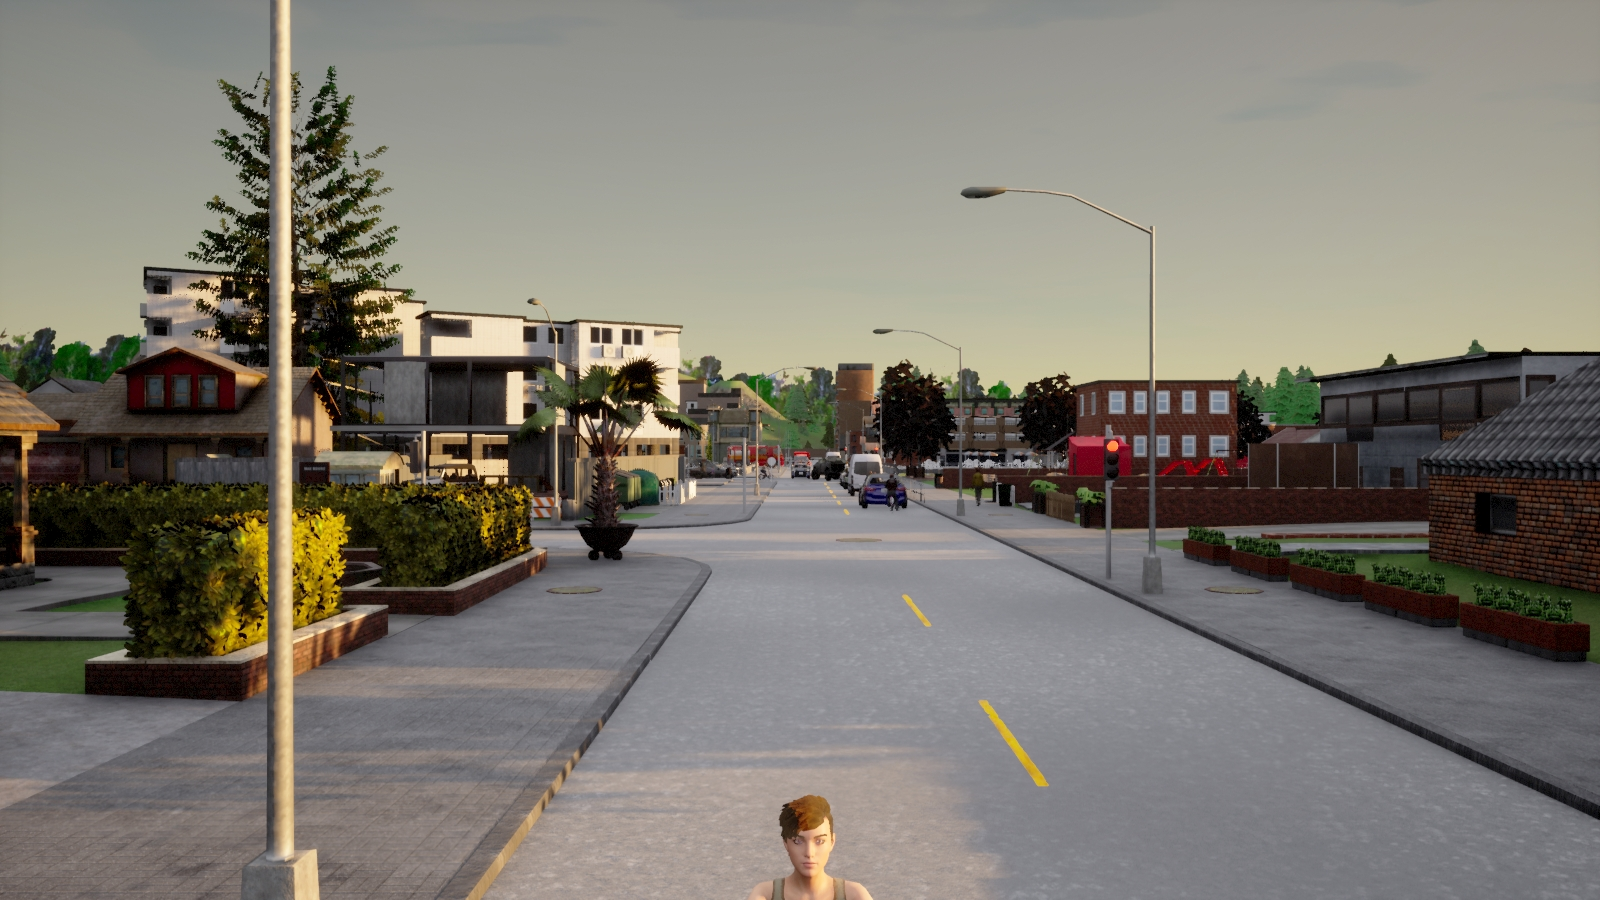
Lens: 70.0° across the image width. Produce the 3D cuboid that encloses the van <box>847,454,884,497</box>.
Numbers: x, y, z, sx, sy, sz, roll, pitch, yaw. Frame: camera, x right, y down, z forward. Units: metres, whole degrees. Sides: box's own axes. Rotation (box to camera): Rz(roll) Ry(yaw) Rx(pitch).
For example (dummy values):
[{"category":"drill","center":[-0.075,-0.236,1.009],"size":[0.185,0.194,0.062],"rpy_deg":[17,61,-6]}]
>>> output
[{"category":"van","center":[4.045,1.534,71.355],"size":[1.988,2.561,5.915],"rpy_deg":[0,0,0]}]

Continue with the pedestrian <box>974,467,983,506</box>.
[{"category":"pedestrian","center":[8.519,1.744,54.546],"size":[0.375,1.860,0.375],"rpy_deg":[0,0,16]}]

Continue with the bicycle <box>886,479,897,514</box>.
[{"category":"bicycle","center":[4.077,2.060,50.939],"size":[0.329,1.471,1.835],"rpy_deg":[0,1,0]}]

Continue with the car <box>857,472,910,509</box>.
[{"category":"car","center":[4.046,1.967,56.171],"size":[2.242,1.667,4.611],"rpy_deg":[0,0,0]}]

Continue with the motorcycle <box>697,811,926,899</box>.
[{"category":"motorcycle","center":[0.039,2.155,3.558],"size":[0.764,1.307,2.356],"rpy_deg":[0,0,0]}]
